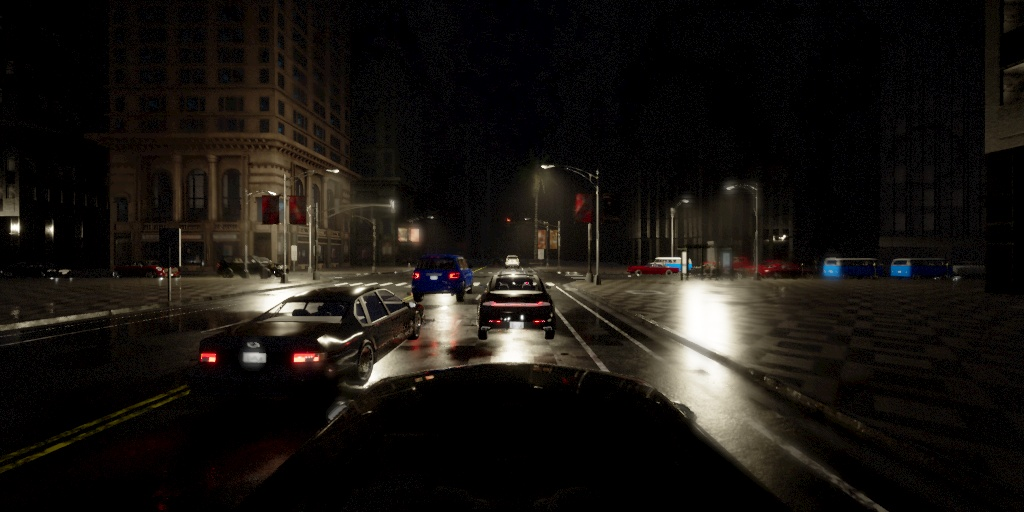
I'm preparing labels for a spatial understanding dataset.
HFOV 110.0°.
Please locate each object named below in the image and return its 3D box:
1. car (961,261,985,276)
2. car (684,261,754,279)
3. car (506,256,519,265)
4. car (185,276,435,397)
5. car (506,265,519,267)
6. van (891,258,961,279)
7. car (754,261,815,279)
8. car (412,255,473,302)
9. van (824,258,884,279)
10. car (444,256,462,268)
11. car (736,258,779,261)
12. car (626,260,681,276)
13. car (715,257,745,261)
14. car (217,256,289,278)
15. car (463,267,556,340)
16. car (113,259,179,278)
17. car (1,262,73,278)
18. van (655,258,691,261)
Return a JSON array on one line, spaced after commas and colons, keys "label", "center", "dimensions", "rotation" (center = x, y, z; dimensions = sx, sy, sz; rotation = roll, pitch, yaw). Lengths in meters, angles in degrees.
[{"label": "car", "center": [45.119, 1.246, 35.633], "dimensions": [4.674, 1.442, 1.812], "rotation": [0, 0, 0]}, {"label": "car", "center": [17.069, 1.299, 29.831], "dimensions": [4.403, 1.370, 2.007], "rotation": [0, 0, 0]}, {"label": "car", "center": [0.085, 0.976, 61.501], "dimensions": [2.150, 2.045, 5.566], "rotation": [0, 0, 0]}, {"label": "car", "center": [-3.148, 1.297, 6.912], "dimensions": [2.033, 1.411, 5.357], "rotation": [0, 0, 0]}, {"label": "car", "center": [0.084, 1.351, 19.096], "dimensions": [1.895, 1.301, 4.718], "rotation": [0, 0, 0]}, {"label": "van", "center": [34.101, 1.080, 29.838], "dimensions": [3.998, 1.789, 1.690], "rotation": [0, 0, 0]}, {"label": "car", "center": [22.747, 1.326, 29.833], "dimensions": [4.207, 1.307, 1.802], "rotation": [0, 0, 0]}, {"label": "car", "center": [-3.152, 0.972, 17.153], "dimensions": [2.150, 2.045, 5.566], "rotation": [0, 0, 0]}, {"label": "van", "center": [28.425, 1.082, 29.836], "dimensions": [3.998, 1.789, 1.690], "rotation": [0, 0, 0]}, {"label": "car", "center": [-9.835, 0.974, 60.141], "dimensions": [2.150, 2.045, 5.566], "rotation": [0, 0, 0]}, {"label": "car", "center": [25.672, 1.204, 35.695], "dimensions": [5.008, 1.535, 1.882], "rotation": [0, 0, 0]}, {"label": "car", "center": [13.893, 1.335, 35.691], "dimensions": [4.718, 1.301, 1.895], "rotation": [0, 0, 2]}, {"label": "car", "center": [22.742, 1.035, 38.358], "dimensions": [5.009, 1.841, 2.192], "rotation": [0, 0, 0]}, {"label": "car", "center": [-23.445, 0.996, 32.528], "dimensions": [5.566, 2.045, 2.150], "rotation": [0, 0, 0]}, {"label": "car", "center": [0.093, 1.240, 9.981], "dimensions": [2.128, 1.511, 4.902], "rotation": [0, 0, 0]}, {"label": "car", "center": [-33.164, 1.137, 32.582], "dimensions": [4.553, 1.767, 2.097], "rotation": [0, 0, 0]}, {"label": "car", "center": [-43.146, 1.289, 32.635], "dimensions": [4.902, 1.511, 2.128], "rotation": [0, 0, 0]}, {"label": "van", "center": [17.064, 1.065, 38.356], "dimensions": [3.998, 1.789, 1.690], "rotation": [0, 0, 0]}]
